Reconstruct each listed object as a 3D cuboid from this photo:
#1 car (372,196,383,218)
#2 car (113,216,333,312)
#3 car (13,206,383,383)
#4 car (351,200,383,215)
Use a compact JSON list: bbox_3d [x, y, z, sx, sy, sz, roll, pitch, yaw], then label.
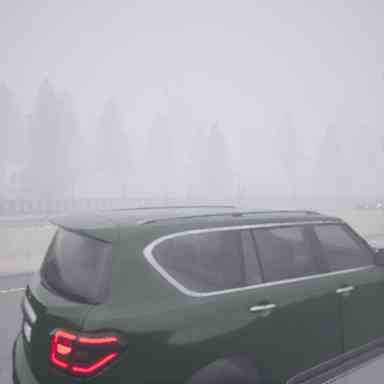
[{"bbox_3d":[17.653,1.193,27.735,4.553,1.767,2.097,0,0,-18],"label":"car"},{"bbox_3d":[0.952,1.501,8.388,5.357,1.411,2.033,0,0,-31],"label":"car"},{"bbox_3d":[0.898,1.198,4.194,5.566,2.045,2.150,0,0,-33],"label":"car"},{"bbox_3d":[17.665,1.422,31.480,4.718,1.301,1.895,0,0,-17],"label":"car"}]
